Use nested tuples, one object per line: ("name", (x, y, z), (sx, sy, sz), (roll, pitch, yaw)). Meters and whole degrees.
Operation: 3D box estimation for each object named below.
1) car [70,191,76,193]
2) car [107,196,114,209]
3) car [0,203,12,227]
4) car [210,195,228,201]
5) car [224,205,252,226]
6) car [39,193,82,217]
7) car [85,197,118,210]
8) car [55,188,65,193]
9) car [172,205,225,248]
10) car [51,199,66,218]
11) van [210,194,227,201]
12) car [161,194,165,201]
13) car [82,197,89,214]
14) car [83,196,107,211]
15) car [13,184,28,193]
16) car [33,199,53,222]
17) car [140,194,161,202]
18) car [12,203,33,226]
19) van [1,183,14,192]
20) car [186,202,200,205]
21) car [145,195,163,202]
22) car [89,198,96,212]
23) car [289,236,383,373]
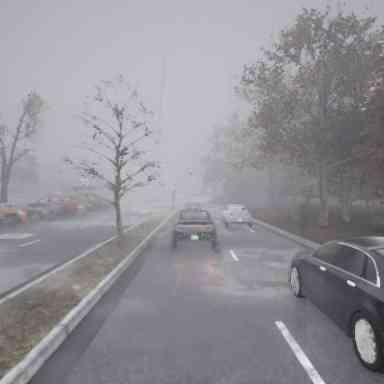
("car", (-28.181, 0.610, 78.757), (2.002, 1.452, 4.674), (6, -3, -19))
("car", (-13.725, 1.502, 44.066), (5.566, 2.045, 2.435), (-1, -1, -20))
("car", (-13.775, 1.434, 20.032), (4.553, 1.767, 2.185), (-1, 0, -20))
("car", (7.646, 1.716, 93.456), (4.553, 1.767, 2.185), (1, -1, -14))
("car", (3.099, 1.620, 23.800), (1.812, 1.442, 4.674), (0, 0, 0))
("car", (-13.825, 1.400, 32.016), (5.566, 2.045, 2.435), (-1, 0, -20))
("car", (-13.635, 1.680, 50.079), (4.553, 1.767, 2.185), (-1, 0, -19))
("car", (-31.176, 0.048, 78.821), (2.435, 2.045, 5.566), (6, -3, -19))
("car", (0.099, 1.533, 15.082), (2.128, 1.511, 4.902), (0, 0, 0))
("car", (-13.824, 1.656, 29.011), (4.792, 1.488, 2.163), (-1, 0, -20))
("van", (7.264, 1.597, 90.487), (4.442, 1.987, 1.878), (1, 0, -14))
("car", (-10.819, 1.872, 90.878), (5.366, 1.575, 1.946), (-1, -1, -15))
("car", (-13.965, 1.675, 34.964), (5.366, 1.575, 1.946), (-1, 0, -20))
("car", (-13.797, 1.477, 41.030), (5.566, 2.045, 2.435), (-1, 0, -20))
("car", (-40.214, -0.518, 78.873), (2.231, 1.521, 4.892), (6, -3, -19))
("car", (-13.808, 1.604, 26.027), (4.892, 1.521, 2.231), (-1, -1, -20))
("car", (-11.463, 1.894, 87.885), (4.792, 1.488, 2.163), (-1, 0, -15))
("car", (-13.836, 1.455, 23.018), (4.553, 1.767, 2.185), (-1, -1, -20))
("van", (-43.159, -1.017, 78.816), (1.878, 1.987, 4.442), (7, -3, -19))
("car", (0.105, 1.723, 33.882), (2.033, 1.411, 5.357), (0, 0, 0))
("car", (-10.727, 1.773, 93.831), (4.553, 1.767, 2.185), (-1, -1, -14))
("car", (-13.776, 1.742, 38.031), (4.674, 1.452, 2.002), (-1, 0, -20))
("car", (3.100, 1.513, 5.609), (1.837, 1.490, 4.892), (0, 0, 0))
